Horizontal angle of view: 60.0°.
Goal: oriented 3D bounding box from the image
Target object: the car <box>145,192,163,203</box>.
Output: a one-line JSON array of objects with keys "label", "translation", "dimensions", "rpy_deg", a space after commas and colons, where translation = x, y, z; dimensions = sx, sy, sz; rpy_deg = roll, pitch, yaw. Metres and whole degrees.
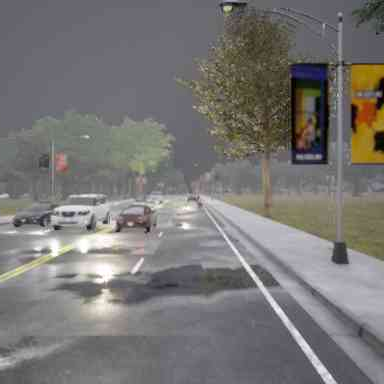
[{"label": "car", "translation": [-6.522, 1.036, 59.421], "dimensions": [2.150, 2.045, 5.566], "rpy_deg": [0, 0, 1]}]

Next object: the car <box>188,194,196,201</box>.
[{"label": "car", "translation": [0.013, 1.233, 79.836], "dimensions": [1.882, 1.535, 5.008], "rpy_deg": [0, 0, 0]}]

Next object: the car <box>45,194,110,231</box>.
[{"label": "car", "translation": [-6.594, 1.152, 20.389], "dimensions": [2.150, 2.045, 5.566], "rpy_deg": [0, 0, 0]}]

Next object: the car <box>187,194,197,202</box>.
[{"label": "car", "translation": [0.032, 1.287, 68.467], "dimensions": [1.837, 1.490, 4.892], "rpy_deg": [0, 0, 1]}]

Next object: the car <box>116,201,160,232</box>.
[{"label": "car", "translation": [-3.146, 1.458, 19.246], "dimensions": [1.812, 1.442, 4.674], "rpy_deg": [0, 0, 0]}]

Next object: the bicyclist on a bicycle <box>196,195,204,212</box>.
[{"label": "bicyclist on a bicycle", "translation": [0.889, 1.312, 35.843], "dimensions": [0.866, 1.612, 1.509], "rpy_deg": [0, 0, 0]}]

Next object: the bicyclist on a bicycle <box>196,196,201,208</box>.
[{"label": "bicyclist on a bicycle", "translation": [0.902, 1.300, 45.296], "dimensions": [0.582, 1.620, 1.656], "rpy_deg": [0, 0, 0]}]

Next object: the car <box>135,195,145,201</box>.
[{"label": "car", "translation": [-9.753, 1.295, 63.864], "dimensions": [2.128, 1.511, 4.902], "rpy_deg": [0, 0, 0]}]

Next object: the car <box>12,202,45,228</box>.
[{"label": "car", "translation": [-9.842, 1.428, 21.827], "dimensions": [1.837, 1.490, 4.892], "rpy_deg": [0, 0, 0]}]
